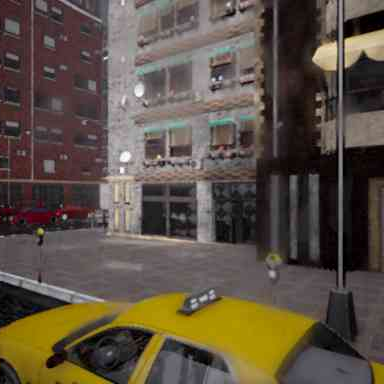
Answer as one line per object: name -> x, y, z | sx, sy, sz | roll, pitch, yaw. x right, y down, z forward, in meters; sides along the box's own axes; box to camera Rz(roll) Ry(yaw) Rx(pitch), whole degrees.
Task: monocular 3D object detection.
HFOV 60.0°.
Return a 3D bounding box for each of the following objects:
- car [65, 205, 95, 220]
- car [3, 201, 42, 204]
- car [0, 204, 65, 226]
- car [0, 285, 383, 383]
car -> -11.793, 2.007, 32.890 | 1.887, 1.381, 4.507 | -1, -2, 35
car -> -15.082, 1.674, 28.246 | 2.192, 1.841, 5.009 | -1, -2, 35
car -> -12.931, 1.927, 26.774 | 1.994, 1.385, 4.181 | 0, -1, 35
car -> -0.146, 1.530, 2.975 | 4.829, 1.417, 1.752 | 0, 0, 35
